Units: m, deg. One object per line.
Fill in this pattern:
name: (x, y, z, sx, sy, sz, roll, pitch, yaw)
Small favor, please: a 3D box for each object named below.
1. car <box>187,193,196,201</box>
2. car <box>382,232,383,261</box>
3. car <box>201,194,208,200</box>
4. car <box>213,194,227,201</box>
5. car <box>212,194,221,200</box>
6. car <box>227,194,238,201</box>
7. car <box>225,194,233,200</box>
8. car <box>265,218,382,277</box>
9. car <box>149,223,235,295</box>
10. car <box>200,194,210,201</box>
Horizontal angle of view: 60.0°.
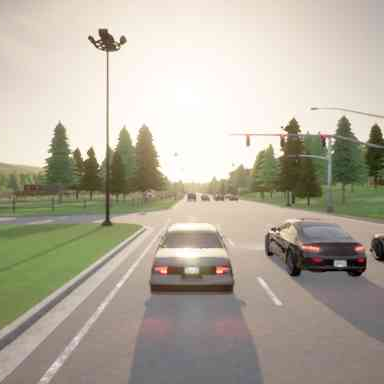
car: (-0.036, 1.211, 83.586, 2.150, 2.045, 5.566, 0, 0, 0)
car: (7.004, 1.563, 9.610, 1.994, 1.385, 4.181, 0, 0, 1)
car: (3.460, 1.304, 93.978, 1.882, 1.535, 5.008, 0, 0, 0)
car: (6.964, 1.342, 83.946, 2.097, 1.767, 4.553, 0, 0, 0)
car: (6.960, 1.366, 93.979, 2.033, 1.411, 5.357, 0, 0, 0)
car: (10.464, 1.582, 84.007, 1.895, 1.301, 4.718, 0, 0, 0)
car: (10.460, 1.351, 93.981, 1.812, 1.442, 4.674, 0, 0, 0)
car: (3.515, 1.525, 10.149, 1.812, 1.442, 4.674, 0, 0, 0)
car: (0.001, 1.547, 8.871, 2.033, 1.411, 5.357, 0, 0, 0)
car: (3.464, 1.526, 83.558, 2.033, 1.411, 5.357, 0, 0, 0)
